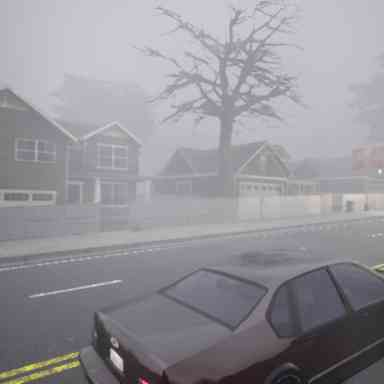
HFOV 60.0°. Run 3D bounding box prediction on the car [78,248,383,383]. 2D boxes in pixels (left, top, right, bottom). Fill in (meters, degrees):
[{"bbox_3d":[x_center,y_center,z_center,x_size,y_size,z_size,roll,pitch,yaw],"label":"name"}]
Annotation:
[{"bbox_3d":[1.373,1.504,4.420,5.357,1.411,2.033,-1,0,-36],"label":"car"}]
